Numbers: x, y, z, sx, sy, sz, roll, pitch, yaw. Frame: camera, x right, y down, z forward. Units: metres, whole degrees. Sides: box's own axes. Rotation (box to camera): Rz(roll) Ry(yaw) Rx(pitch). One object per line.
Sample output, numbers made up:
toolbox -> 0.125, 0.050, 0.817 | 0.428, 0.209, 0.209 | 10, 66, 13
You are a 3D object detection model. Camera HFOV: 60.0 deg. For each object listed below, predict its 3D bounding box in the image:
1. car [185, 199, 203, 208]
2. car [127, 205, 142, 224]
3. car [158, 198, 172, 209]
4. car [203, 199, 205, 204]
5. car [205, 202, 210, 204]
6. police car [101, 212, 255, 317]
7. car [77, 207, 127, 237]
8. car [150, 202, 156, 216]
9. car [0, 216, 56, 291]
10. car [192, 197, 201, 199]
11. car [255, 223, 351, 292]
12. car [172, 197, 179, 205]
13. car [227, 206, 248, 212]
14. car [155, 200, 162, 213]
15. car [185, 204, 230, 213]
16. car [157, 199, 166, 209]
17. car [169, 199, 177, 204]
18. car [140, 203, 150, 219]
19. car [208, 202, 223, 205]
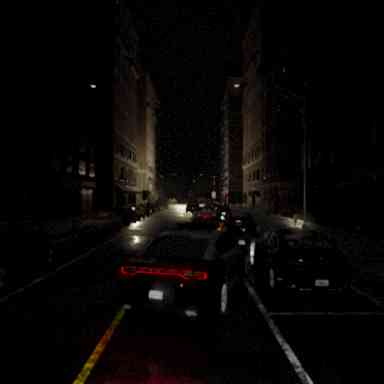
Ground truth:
car -> 0.130, 2.054, 44.376 | 1.994, 1.385, 4.181 | 0, -1, 0
car -> -5.318, 1.853, 25.251 | 1.947, 1.339, 4.313 | 0, -1, 0
car -> -5.230, 1.950, 57.729 | 2.192, 1.841, 5.009 | 0, -1, 0
car -> 2.766, 2.041, 47.041 | 1.752, 1.417, 4.829 | 0, -1, 0
car -> 2.737, 1.964, 36.045 | 1.947, 1.339, 4.313 | 0, -1, 0
police car -> 0.165, 1.515, 7.953 | 1.930, 1.638, 5.238 | 0, -1, 17
car -> -5.333, 1.750, 19.670 | 1.752, 1.417, 4.829 | 0, -1, 0
car -> -5.288, 1.988, 36.076 | 1.802, 1.307, 4.206 | 0, -1, 0
car -> -5.361, 1.547, 9.016 | 1.967, 1.590, 4.097 | 0, -1, 0
car -> 0.158, 2.111, 58.062 | 1.882, 1.535, 5.008 | 0, -1, 0
car -> 2.664, 1.650, 8.984 | 2.008, 1.369, 4.403 | 0, -1, 0
car -> -5.159, 2.462, 84.188 | 2.008, 1.369, 4.403 | 0, -1, 0
car -> 2.693, 1.770, 19.809 | 2.008, 1.369, 4.403 | 0, -1, 0
car -> -5.274, 2.015, 41.489 | 2.008, 1.369, 4.403 | 0, -1, 0
car -> 0.768, 1.654, 17.729 | 1.801, 1.575, 5.366 | 0, -1, 2
car -> -5.259, 2.072, 46.902 | 2.008, 1.369, 4.403 | 0, -1, 0
car -> -5.144, 2.512, 89.642 | 1.887, 1.381, 4.507 | 0, -1, 0
car -> -5.303, 1.870, 30.494 | 1.752, 1.417, 4.829 | 0, -1, 0
car -> 2.722, 1.905, 30.633 | 1.947, 1.339, 4.313 | 0, -1, 0
